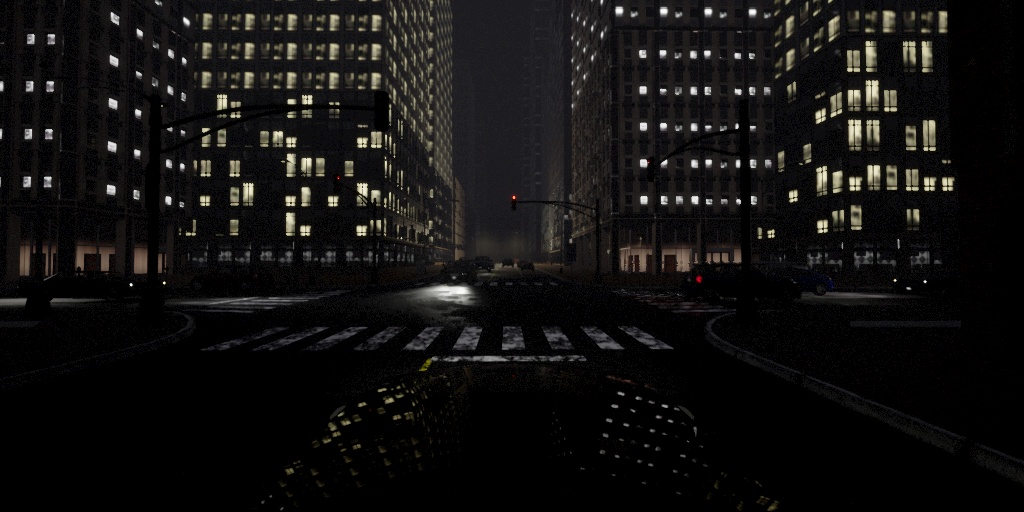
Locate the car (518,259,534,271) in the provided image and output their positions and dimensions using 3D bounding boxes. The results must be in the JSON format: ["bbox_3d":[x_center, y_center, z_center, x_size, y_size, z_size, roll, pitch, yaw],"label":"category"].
[{"bbox_3d":[2.065,1.350,48.376,1.802,1.307,4.207,0,0,-1],"label":"car"}]

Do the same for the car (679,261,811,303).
[{"bbox_3d":[10.160,1.100,16.165,4.553,1.767,2.097,0,-1,3],"label":"car"}]

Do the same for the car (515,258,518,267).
[{"bbox_3d":[1.914,1.297,59.701,1.751,1.417,4.829,0,0,-1],"label":"car"}]

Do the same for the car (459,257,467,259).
[{"bbox_3d":[-6.164,1.203,37.052,1.967,1.591,4.097,0,0,-1],"label":"car"}]

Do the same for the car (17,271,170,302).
[{"bbox_3d":[-18.066,1.301,15.680,4.718,1.301,1.895,0,-1,-1],"label":"car"}]

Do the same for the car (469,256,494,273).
[{"bbox_3d":[-3.671,0.990,44.306,2.150,2.045,5.566,0,0,-1],"label":"car"}]

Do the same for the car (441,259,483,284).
[{"bbox_3d":[-3.836,1.251,27.378,2.128,1.511,4.902,0,0,4],"label":"car"}]

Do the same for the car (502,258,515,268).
[{"bbox_3d":[-0.732,1.126,64.000,2.097,1.767,4.553,0,0,-1],"label":"car"}]

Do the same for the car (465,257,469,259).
[{"bbox_3d":[-6.314,1.082,48.202,2.192,1.841,5.009,0,0,-1],"label":"car"}]

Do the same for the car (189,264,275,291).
[{"bbox_3d":[-16.757,1.255,21.472,4.097,1.591,1.967,0,0,-1],"label":"car"}]

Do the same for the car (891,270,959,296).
[{"bbox_3d":[23.566,1.435,19.343,4.718,1.301,1.895,0,-1,-1],"label":"car"}]

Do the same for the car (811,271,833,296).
[{"bbox_3d":[14.522,1.342,19.239,4.674,1.442,1.812,0,-1,-2],"label":"car"}]
